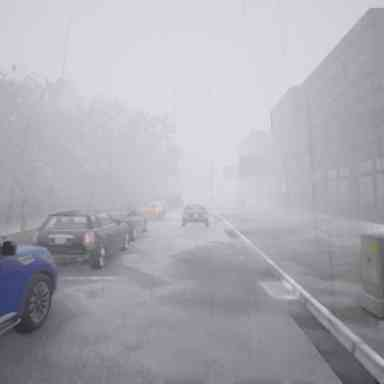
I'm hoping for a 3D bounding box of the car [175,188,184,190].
[{"bbox_3d":[-3.256,0.629,64.441,2.231,1.521,4.892,1,3,2],"label":"car"}]

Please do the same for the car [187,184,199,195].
[{"bbox_3d":[0.458,-0.493,78.072,2.150,2.045,5.566,0,3,0],"label":"car"}]

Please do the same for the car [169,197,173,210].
[{"bbox_3d":[-3.451,1.517,34.431,2.002,1.452,4.674,0,0,3],"label":"car"}]

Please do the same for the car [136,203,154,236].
[{"bbox_3d":[-3.564,1.555,17.047,2.163,1.488,4.792,-1,0,3],"label":"car"}]

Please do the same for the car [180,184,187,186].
[{"bbox_3d":[-3.179,-0.467,81.113,2.185,1.767,4.553,0,3,3],"label":"car"}]

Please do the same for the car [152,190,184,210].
[{"bbox_3d":[-3.819,1.245,41.012,5.566,2.045,2.150,-3,-4,23],"label":"car"}]

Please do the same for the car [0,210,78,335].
[{"bbox_3d":[-3.630,1.233,3.790,2.435,2.045,5.566,0,0,3],"label":"car"}]

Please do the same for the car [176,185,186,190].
[{"bbox_3d":[-3.211,-0.130,75.553,2.185,1.767,4.553,0,3,3],"label":"car"}]

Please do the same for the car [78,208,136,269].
[{"bbox_3d":[-3.587,1.372,11.443,2.185,1.767,4.553,0,0,3],"label":"car"}]

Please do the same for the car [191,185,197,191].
[{"bbox_3d":[0.534,-1.093,91.017,1.837,1.490,4.892,0,4,0],"label":"car"}]

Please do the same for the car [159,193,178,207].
[{"bbox_3d":[-3.349,1.136,47.688,2.185,1.767,4.553,2,2,3],"label":"car"}]

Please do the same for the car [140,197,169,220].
[{"bbox_3d":[-3.480,1.489,28.295,1.946,1.575,5.366,0,1,3],"label":"car"}]

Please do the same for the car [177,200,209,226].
[{"bbox_3d":[0.238,1.562,23.738,2.033,1.411,5.357,0,0,0],"label":"car"}]

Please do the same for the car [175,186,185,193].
[{"bbox_3d":[-3.144,-0.681,86.707,2.231,1.521,4.892,0,3,3],"label":"car"}]
